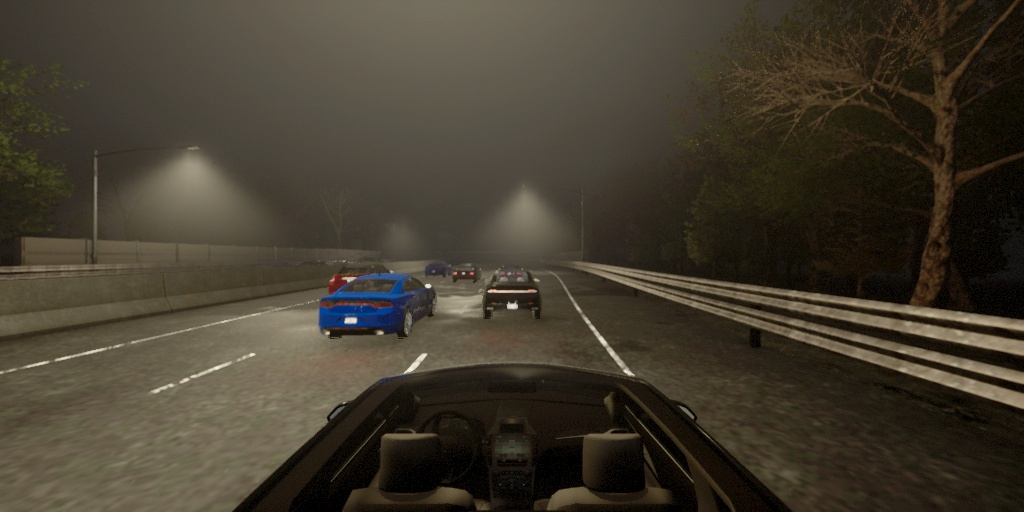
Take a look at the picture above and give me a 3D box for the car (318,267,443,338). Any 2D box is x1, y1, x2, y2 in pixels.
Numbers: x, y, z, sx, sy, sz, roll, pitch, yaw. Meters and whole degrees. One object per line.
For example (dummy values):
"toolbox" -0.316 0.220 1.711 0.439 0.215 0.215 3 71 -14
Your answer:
"car" -3.491 1.242 10.241 1.882 1.535 5.008 0 0 0

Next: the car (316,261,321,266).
"car" -21.383 1.388 44.269 2.033 1.411 5.357 0 0 0

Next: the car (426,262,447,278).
"car" -7.134 1.292 35.038 1.882 1.535 5.008 0 0 0

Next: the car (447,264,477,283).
"car" -3.602 1.348 28.964 2.033 1.411 5.357 0 0 0

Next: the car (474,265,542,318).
"car" 0.004 1.262 12.969 2.128 1.511 4.902 0 0 0

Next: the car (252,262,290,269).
"car" -28.298 1.384 42.522 2.033 1.411 5.357 0 0 -1

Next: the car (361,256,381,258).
"car" -17.886 1.063 44.893 2.150 2.045 5.566 0 0 0

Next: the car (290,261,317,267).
"car" -24.880 1.347 44.491 1.837 1.490 4.892 0 0 0

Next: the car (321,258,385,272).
"car" -7.017 1.129 17.614 2.097 1.767 4.553 0 0 0
